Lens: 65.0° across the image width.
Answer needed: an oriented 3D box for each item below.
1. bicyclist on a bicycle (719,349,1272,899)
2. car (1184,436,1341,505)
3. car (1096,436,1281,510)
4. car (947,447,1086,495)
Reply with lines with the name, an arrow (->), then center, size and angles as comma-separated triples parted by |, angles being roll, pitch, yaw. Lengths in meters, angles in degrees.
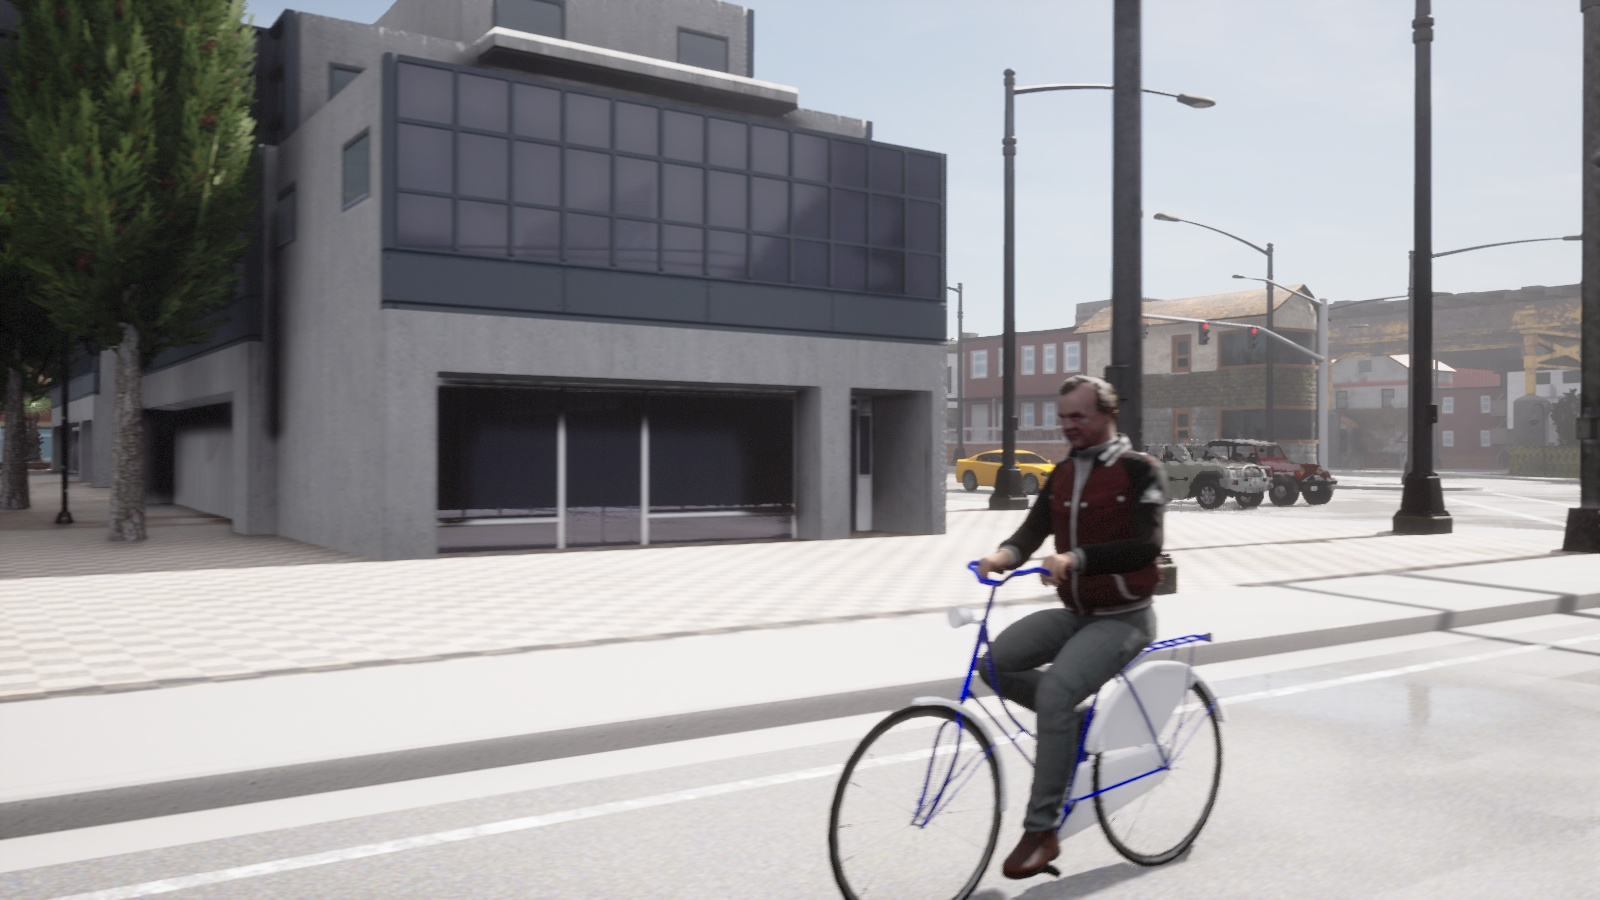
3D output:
bicyclist on a bicycle -> 0.697, 0.624, 4.124 | 1.843, 1.776, 0.659 | 0, 0, -34
car -> 13.311, 0.558, 36.306 | 1.905, 1.878, 3.866 | 0, 0, -34
car -> 10.474, 0.579, 34.193 | 1.932, 1.855, 4.605 | 0, 0, -35
car -> 7.578, 0.702, 44.474 | 1.882, 1.535, 5.008 | 0, 1, -35
